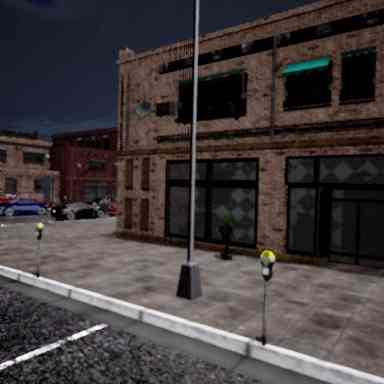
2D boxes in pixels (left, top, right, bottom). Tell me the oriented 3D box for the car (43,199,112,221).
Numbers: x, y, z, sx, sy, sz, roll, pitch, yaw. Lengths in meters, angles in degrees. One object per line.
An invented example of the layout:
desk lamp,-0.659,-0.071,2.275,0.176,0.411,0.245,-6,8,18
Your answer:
car,-8.832,1.454,25.934,1.947,1.339,4.313,2,0,36

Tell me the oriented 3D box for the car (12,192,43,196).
car,-15.601,0.942,30.856,2.192,1.841,5.009,2,0,36

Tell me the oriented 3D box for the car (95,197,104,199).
car,-9.376,1.282,35.020,1.837,1.490,4.892,2,1,36

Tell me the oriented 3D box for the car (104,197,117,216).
car,-5.567,1.383,30.421,1.967,1.590,4.097,2,0,36

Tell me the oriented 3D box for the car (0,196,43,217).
car,-14.501,1.255,27.983,1.994,1.385,4.181,2,1,36
